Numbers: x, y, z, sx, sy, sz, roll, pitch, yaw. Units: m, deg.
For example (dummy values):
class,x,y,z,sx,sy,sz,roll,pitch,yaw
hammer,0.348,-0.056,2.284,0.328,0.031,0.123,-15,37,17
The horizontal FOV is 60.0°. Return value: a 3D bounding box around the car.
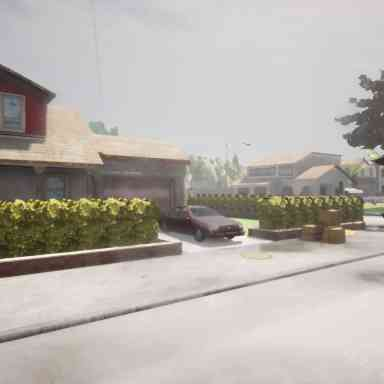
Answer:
class,x,y,z,sx,sy,sz,roll,pitch,yaw
car,0.086,1.356,15.477,2.033,1.415,5.357,0,0,-33
